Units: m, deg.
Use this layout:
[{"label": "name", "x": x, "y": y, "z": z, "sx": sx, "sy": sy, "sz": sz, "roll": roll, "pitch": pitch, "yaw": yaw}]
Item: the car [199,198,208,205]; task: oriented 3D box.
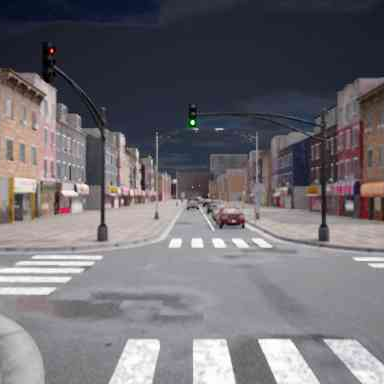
[{"label": "car", "x": 2.695, "y": 2.253, "z": 80.233, "sx": 1.967, "sy": 1.590, "sz": 4.097, "roll": 0, "pitch": -1, "yaw": 0}]

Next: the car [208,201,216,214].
[{"label": "car", "x": 2.660, "y": 1.777, "z": 29.288, "sx": 1.752, "sy": 1.417, "sz": 4.829, "roll": 0, "pitch": -1, "yaw": 0}]

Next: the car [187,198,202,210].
[{"label": "car", "x": 0.137, "y": 2.038, "z": 52.449, "sx": 2.033, "sy": 1.411, "sz": 5.357, "roll": 0, "pitch": -1, "yaw": 0}]

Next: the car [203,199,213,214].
[{"label": "car", "x": 2.667, "y": 1.927, "z": 40.476, "sx": 1.947, "sy": 1.339, "sz": 4.313, "roll": 0, "pitch": -1, "yaw": 0}]

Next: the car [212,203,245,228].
[{"label": "car", "x": 2.656, "y": 1.742, "z": 23.439, "sx": 1.887, "sy": 1.381, "sz": 4.507, "roll": 0, "pitch": -1, "yaw": 0}]

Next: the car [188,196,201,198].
[{"label": "car", "x": 0.145, "y": 1.871, "z": 66.256, "sx": 2.150, "sy": 2.045, "sz": 5.566, "roll": 0, "pitch": -1, "yaw": 0}]

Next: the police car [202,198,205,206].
[{"label": "police car", "x": 3.054, "y": 2.022, "z": 61.718, "sx": 1.930, "sy": 1.638, "sz": 5.238, "roll": 0, "pitch": -1, "yaw": 0}]

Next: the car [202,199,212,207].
[{"label": "car", "x": 3.073, "y": 2.203, "z": 68.606, "sx": 1.812, "sy": 1.442, "sz": 4.674, "roll": 0, "pitch": -1, "yaw": 0}]

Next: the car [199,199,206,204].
[{"label": "car", "x": 2.699, "y": 2.463, "z": 85.910, "sx": 1.802, "sy": 1.307, "sz": 4.206, "roll": 0, "pitch": -1, "yaw": 0}]
